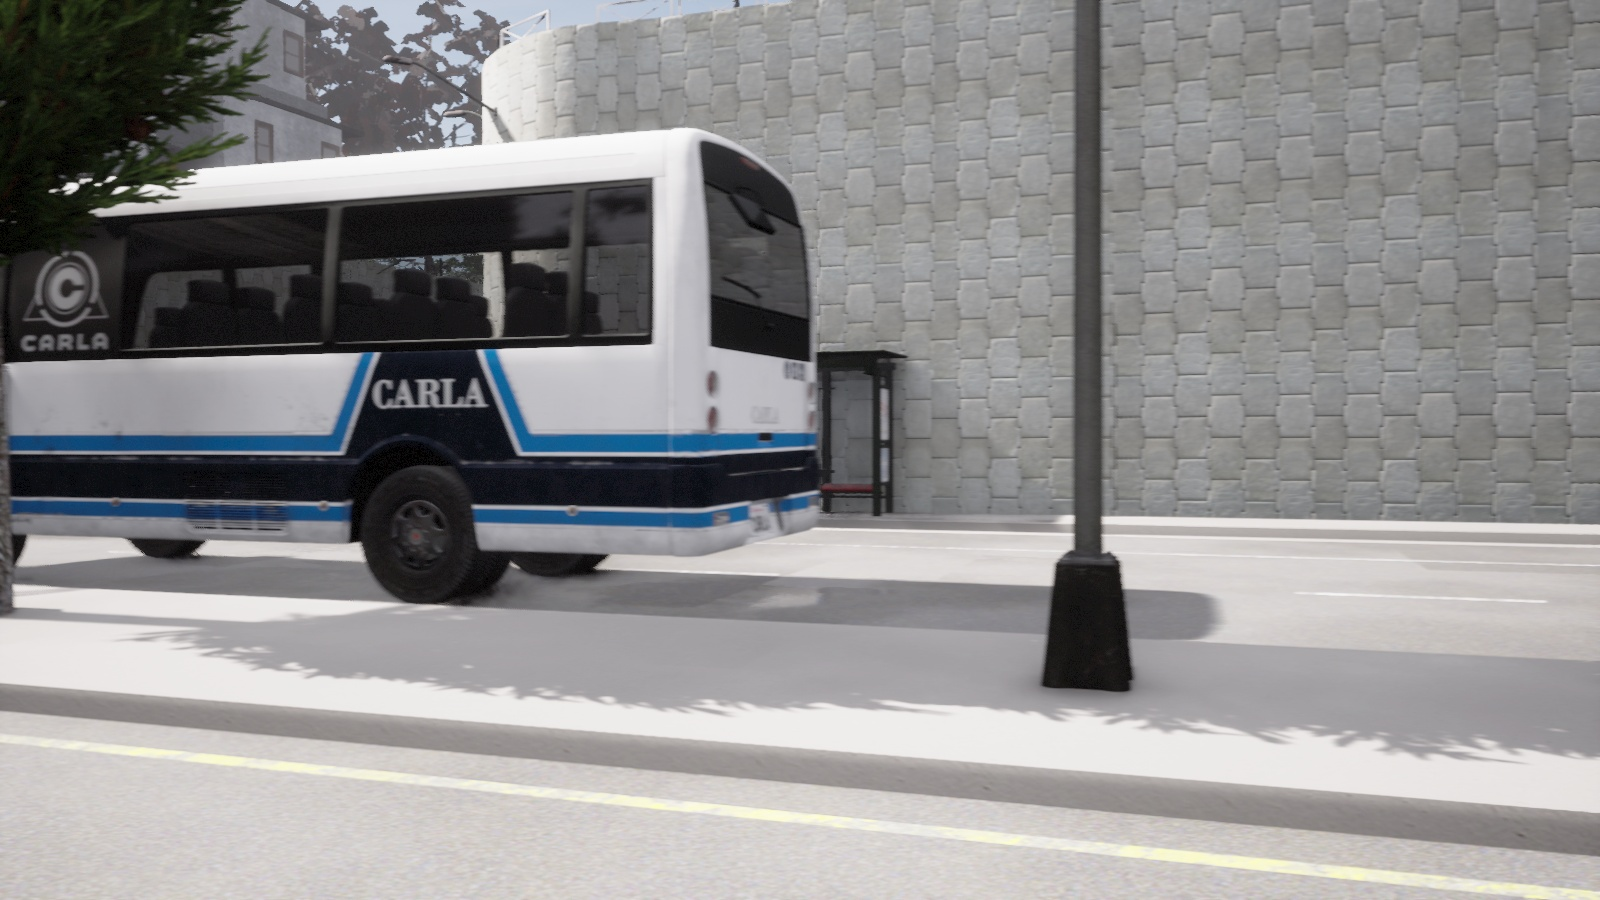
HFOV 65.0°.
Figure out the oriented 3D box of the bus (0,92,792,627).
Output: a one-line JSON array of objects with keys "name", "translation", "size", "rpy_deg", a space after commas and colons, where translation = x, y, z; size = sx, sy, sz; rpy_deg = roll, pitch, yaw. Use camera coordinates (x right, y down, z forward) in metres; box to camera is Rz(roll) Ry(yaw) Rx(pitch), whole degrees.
[{"name": "bus", "translation": [-5.592, -0.787, 13.494], "size": [10.273, 4.253, 3.944], "rpy_deg": [1, 1, 19]}]
